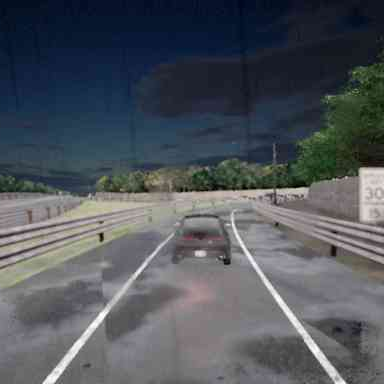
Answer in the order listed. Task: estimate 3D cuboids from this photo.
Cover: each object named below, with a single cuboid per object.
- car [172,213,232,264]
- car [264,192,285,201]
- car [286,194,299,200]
[{"bbox_3d":[0.376,1.537,11.999,1.837,1.490,4.892,0,0,3],"label":"car"},{"bbox_3d":[17.909,1.037,73.704,2.150,2.045,5.566,-1,0,37],"label":"car"},{"bbox_3d":[24.660,1.189,81.837,1.895,1.301,4.718,-1,1,44],"label":"car"}]
